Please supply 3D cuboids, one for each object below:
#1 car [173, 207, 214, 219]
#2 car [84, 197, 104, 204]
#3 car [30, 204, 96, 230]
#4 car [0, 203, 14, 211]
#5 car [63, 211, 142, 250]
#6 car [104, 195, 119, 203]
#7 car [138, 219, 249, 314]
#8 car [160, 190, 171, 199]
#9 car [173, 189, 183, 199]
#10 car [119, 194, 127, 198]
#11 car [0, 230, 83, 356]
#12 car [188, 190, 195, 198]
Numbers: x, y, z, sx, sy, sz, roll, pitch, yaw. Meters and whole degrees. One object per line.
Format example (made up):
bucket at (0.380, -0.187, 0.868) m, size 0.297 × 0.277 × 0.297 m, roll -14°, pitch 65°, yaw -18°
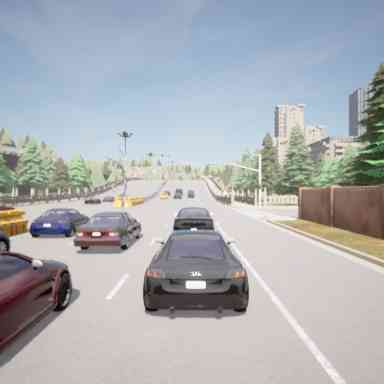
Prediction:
car at (0.078, 1.477, 16.706) m, size 1.882 × 1.535 × 5.008 m, roll 0°, pitch 0°, yaw 0°
car at (-17.651, 1.597, 59.287) m, size 1.895 × 1.301 × 4.718 m, roll 0°, pitch 0°, yaw 0°
car at (-6.925, 1.563, 17.905) m, size 1.994 × 1.385 × 4.181 m, roll 0°, pitch 0°, yaw 0°
car at (-17.638, 1.599, 28.953) m, size 1.895 × 1.301 × 4.718 m, roll 0°, pitch 0°, yaw 0°
car at (-3.413, 1.547, 14.347) m, size 2.033 × 1.411 × 5.357 m, roll 0°, pitch 0°, yaw 0°
car at (-17.613, 1.535, 70.518) m, size 2.033 × 1.411 × 5.357 m, roll 0°, pitch 0°, yaw 0°
car at (0.086, 1.564, 7.716) m, size 1.994 × 1.385 × 4.181 m, roll 0°, pitch 0°, yaw 1°
car at (-7.225, 1.019, 86.877) m, size 1.882 × 1.535 × 5.008 m, roll 0°, pitch 3°, yaw 0°
car at (-3.725, 0.898, 86.864) m, size 2.097 × 1.767 × 4.553 m, roll 0°, pitch 3°, yaw 0°
car at (-17.708, 1.183, 84.486) m, size 1.812 × 1.442 × 4.674 m, roll 0°, pitch 2°, yaw 0°
car at (-3.412, 1.564, 5.106) m, size 1.994 × 1.385 × 4.181 m, roll 0°, pitch 0°, yaw 0°
car at (-0.246, 0.834, 90.037) m, size 1.837 × 1.490 × 4.892 m, roll 0°, pitch 4°, yaw 0°
